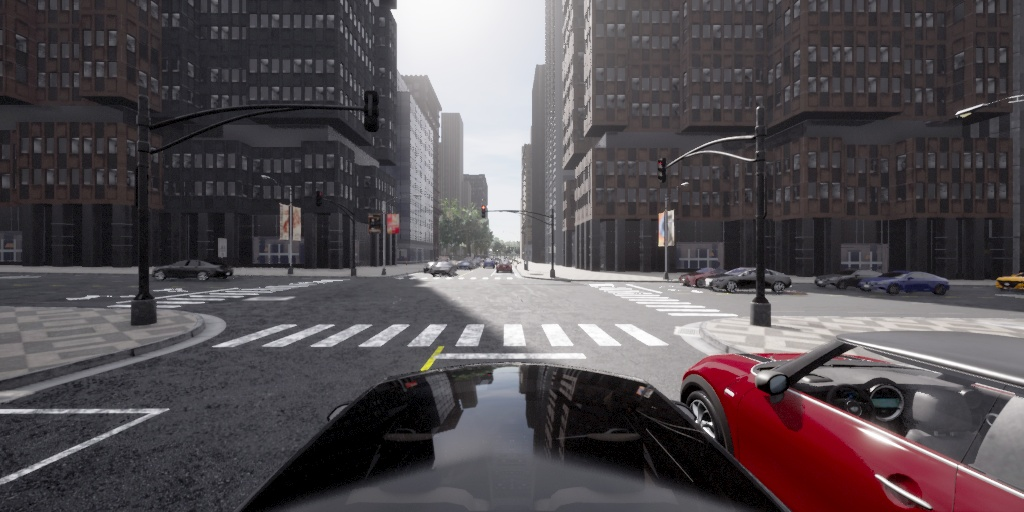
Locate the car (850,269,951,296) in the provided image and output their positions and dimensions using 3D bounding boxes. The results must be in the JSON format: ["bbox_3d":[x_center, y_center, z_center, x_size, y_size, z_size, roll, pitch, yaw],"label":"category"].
[{"bbox_3d":[24.614,1.657,22.554,4.674,1.442,1.812,1,0,-1],"label":"car"}]

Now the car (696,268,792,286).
[{"bbox_3d":[14.675,1.478,22.433,4.902,1.511,2.128,1,0,-1],"label":"car"}]

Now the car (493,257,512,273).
[{"bbox_3d":[-0.930,1.197,43.604,1.967,1.591,4.097,0,0,-1],"label":"car"}]

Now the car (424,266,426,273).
[{"bbox_3d":[-9.454,1.323,43.485,1.948,1.339,4.313,0,0,-1],"label":"car"}]

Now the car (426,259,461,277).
[{"bbox_3d":[-6.650,1.287,35.435,2.033,1.411,5.357,0,0,-1],"label":"car"}]

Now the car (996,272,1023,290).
[{"bbox_3d":[38.355,1.806,25.984,5.008,1.535,1.882,1,0,0],"label":"car"}]

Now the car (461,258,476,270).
[{"bbox_3d":[-6.922,1.325,52.878,2.033,1.411,5.357,0,0,-1],"label":"car"}]

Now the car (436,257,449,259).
[{"bbox_3d":[-9.531,1.084,48.910,2.192,1.841,5.009,0,0,-1],"label":"car"}]

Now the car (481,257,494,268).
[{"bbox_3d":[-3.842,1.323,61.175,1.812,1.442,4.674,0,0,-1],"label":"car"}]

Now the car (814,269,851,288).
[{"bbox_3d":[24.534,1.652,25.814,4.674,1.442,1.812,1,0,-1],"label":"car"}]

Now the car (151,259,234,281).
[{"bbox_3d":[-22.383,0.962,25.187,4.892,1.490,1.837,1,0,-1],"label":"car"}]

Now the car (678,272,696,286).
[{"bbox_3d":[14.259,1.541,25.675,4.181,1.385,1.994,1,0,0],"label":"car"}]

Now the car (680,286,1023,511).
[{"bbox_3d":[2.760,1.190,2.240,1.967,1.591,4.097,0,0,0],"label":"car"}]
